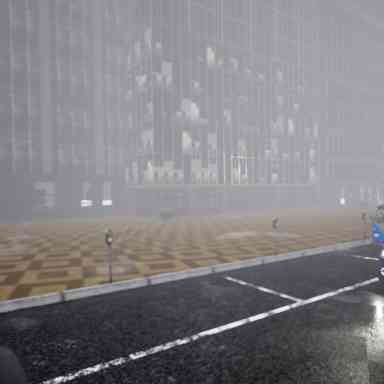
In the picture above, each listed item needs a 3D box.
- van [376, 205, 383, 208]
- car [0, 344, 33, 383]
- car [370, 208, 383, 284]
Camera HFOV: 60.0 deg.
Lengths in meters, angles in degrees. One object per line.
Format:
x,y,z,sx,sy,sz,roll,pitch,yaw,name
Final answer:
8.370,1.302,12.559,3.998,1.788,1.690,0,-1,-36,van
-2.850,1.571,1.336,4.181,1.385,1.994,0,0,-35,car
6.424,1.323,7.954,4.553,1.767,2.097,0,0,-35,car
